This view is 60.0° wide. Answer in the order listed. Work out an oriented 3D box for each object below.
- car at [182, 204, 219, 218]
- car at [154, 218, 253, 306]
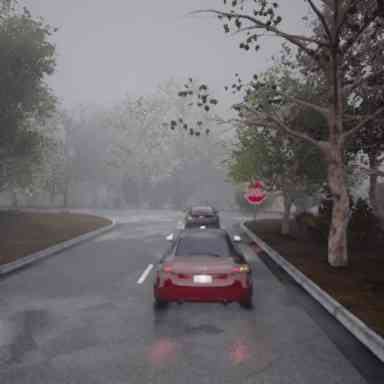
[{"bbox_3d":[0.496,1.470,18.868,1.837,1.490,4.892,0,0,-1],"label":"car"},{"bbox_3d":[0.275,1.572,8.150,1.994,1.385,4.181,0,0,2],"label":"car"}]
